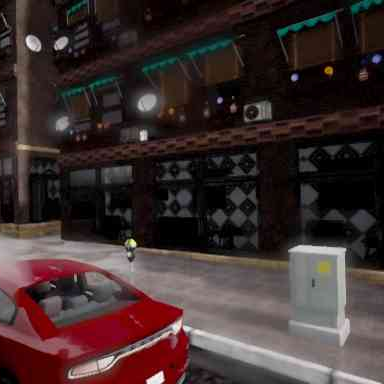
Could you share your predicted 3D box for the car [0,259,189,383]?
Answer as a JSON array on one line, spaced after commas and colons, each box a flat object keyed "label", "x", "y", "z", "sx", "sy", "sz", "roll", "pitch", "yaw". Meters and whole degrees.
[{"label": "car", "x": -2.137, "y": 1.545, "z": 4.269, "sx": 4.507, "sy": 1.381, "sz": 1.887, "roll": 0, "pitch": -1, "yaw": 36}]
